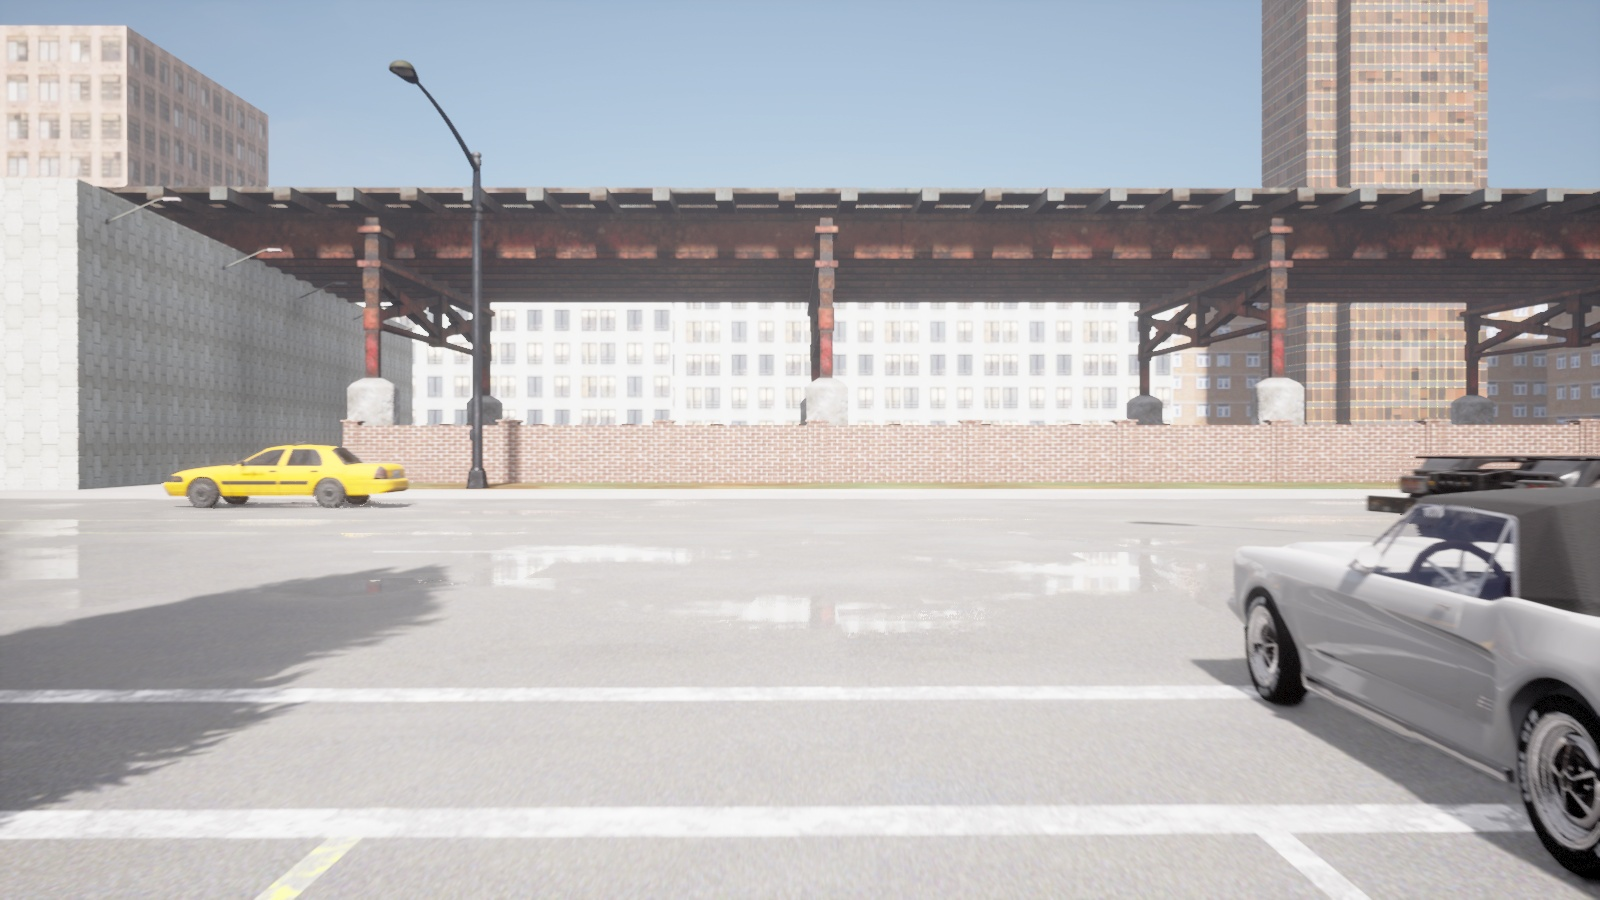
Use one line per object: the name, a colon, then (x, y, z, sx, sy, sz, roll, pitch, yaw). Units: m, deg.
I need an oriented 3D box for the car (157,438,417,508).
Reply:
car: (-11.919, 0.510, 29.395, 5.366, 1.575, 1.801, 0, 0, 1)

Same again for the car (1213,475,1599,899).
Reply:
car: (3.547, 0.818, 5.578, 1.895, 1.301, 4.718, 0, 0, 0)

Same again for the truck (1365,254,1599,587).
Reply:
truck: (11.316, -0.312, 15.123, 7.936, 3.462, 2.891, 0, 0, -9)
